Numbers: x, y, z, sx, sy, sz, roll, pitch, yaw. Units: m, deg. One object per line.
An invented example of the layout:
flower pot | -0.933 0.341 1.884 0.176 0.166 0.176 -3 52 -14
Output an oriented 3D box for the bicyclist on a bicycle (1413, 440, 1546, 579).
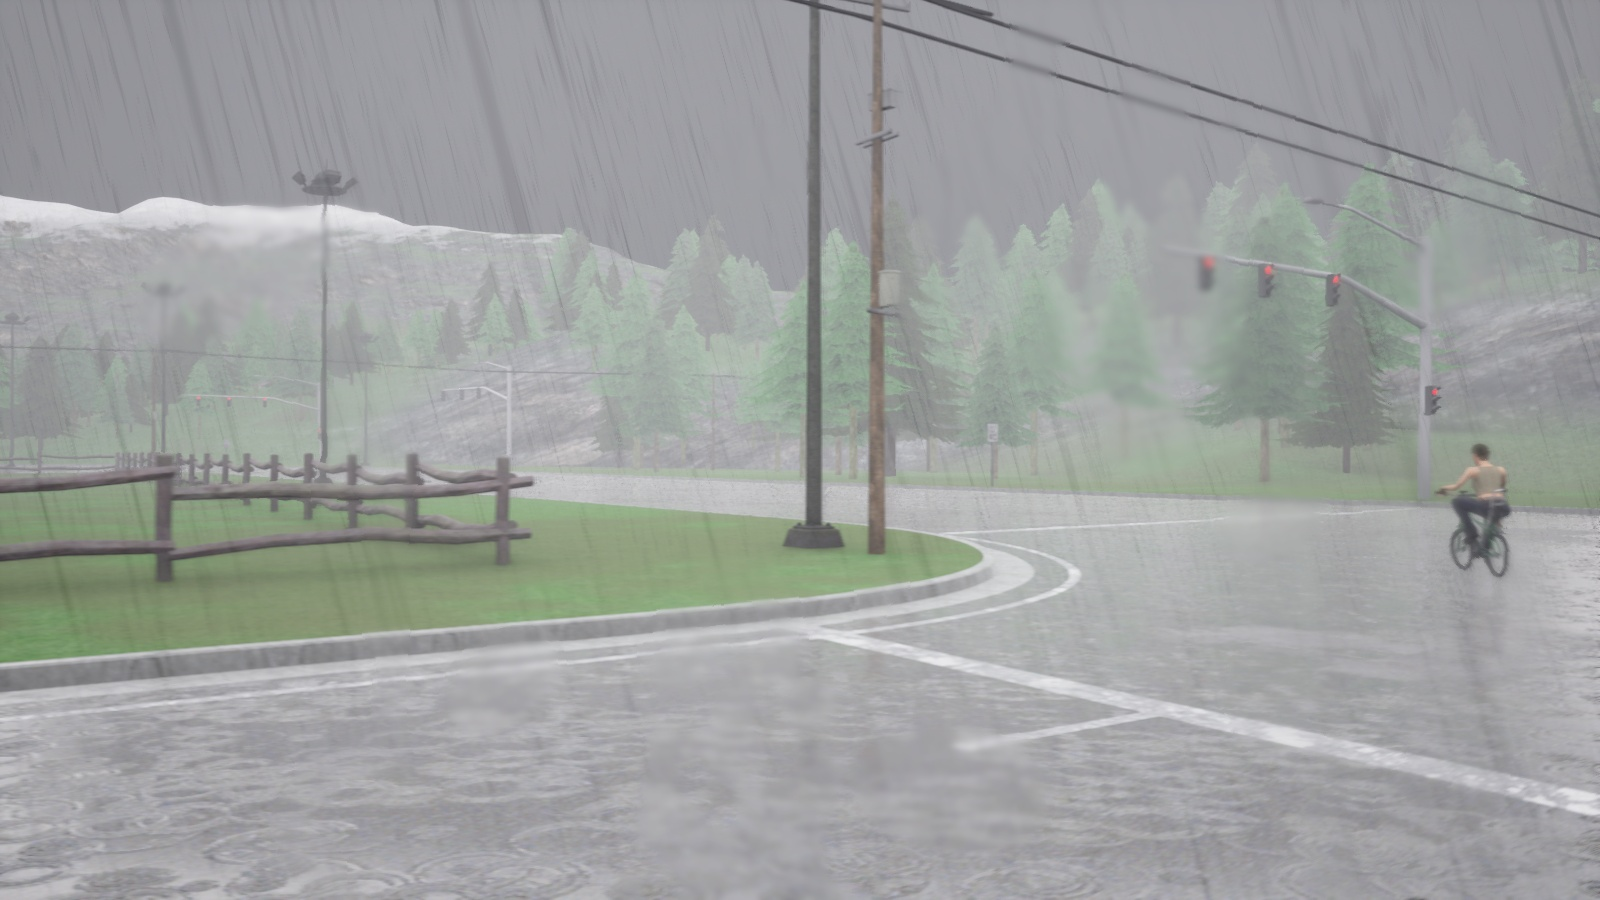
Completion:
bicyclist on a bicycle | 8.338 0.702 15.497 0.866 1.612 1.509 -2 0 5
